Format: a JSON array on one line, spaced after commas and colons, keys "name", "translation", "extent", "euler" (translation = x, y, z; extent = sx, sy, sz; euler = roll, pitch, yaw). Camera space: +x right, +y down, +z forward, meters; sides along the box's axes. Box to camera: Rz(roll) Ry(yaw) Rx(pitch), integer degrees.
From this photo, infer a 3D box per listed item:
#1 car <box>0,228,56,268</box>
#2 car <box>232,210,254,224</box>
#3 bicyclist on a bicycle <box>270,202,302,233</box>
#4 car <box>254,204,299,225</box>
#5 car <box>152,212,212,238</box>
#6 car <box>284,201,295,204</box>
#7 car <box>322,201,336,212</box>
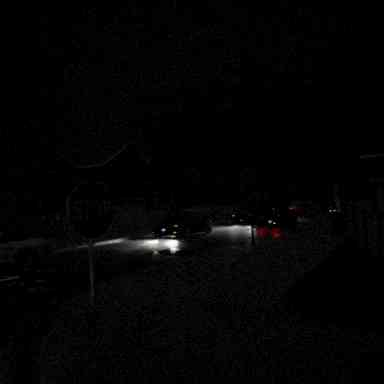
[{"name": "car", "translation": [-6.864, 1.833, 10.192], "extent": [1.895, 1.301, 4.718], "euler": [-4, -3, 40]}, {"name": "car", "translation": [5.173, 2.035, 29.092], "extent": [1.895, 1.301, 4.718], "euler": [-4, -2, 31]}, {"name": "bicyclist on a bicycle", "translation": [4.801, 1.313, 17.122], "extent": [1.656, 1.620, 0.582], "euler": [-4, -3, 31]}, {"name": "car", "translation": [6.805, 1.859, 26.077], "extent": [1.895, 1.301, 4.718], "euler": [-4, -2, 31]}, {"name": "car", "translation": [-0.515, 1.881, 19.586], "extent": [1.994, 1.385, 4.181], "euler": [-4, -2, 31]}, {"name": "car", "translation": [10.841, 1.909, 38.527], "extent": [2.097, 1.767, 4.553], "euler": [-4, -2, 31]}, {"name": "car", "translation": [20.291, 2.075, 48.634], "extent": [1.837, 1.490, 4.892], "euler": [-4, -3, 31]}]
